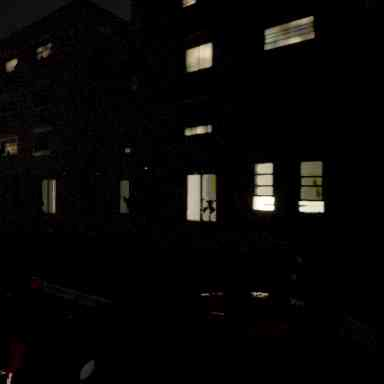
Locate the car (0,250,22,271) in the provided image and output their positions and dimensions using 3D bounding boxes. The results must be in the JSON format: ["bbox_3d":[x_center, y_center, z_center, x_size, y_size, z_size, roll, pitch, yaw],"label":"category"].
[{"bbox_3d":[-4.295,1.571,5.940,4.206,1.307,1.802,0,1,36],"label":"car"}]

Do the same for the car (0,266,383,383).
[{"bbox_3d":[0.220,1.543,2.715,4.507,1.381,1.887,0,1,36],"label":"car"}]
